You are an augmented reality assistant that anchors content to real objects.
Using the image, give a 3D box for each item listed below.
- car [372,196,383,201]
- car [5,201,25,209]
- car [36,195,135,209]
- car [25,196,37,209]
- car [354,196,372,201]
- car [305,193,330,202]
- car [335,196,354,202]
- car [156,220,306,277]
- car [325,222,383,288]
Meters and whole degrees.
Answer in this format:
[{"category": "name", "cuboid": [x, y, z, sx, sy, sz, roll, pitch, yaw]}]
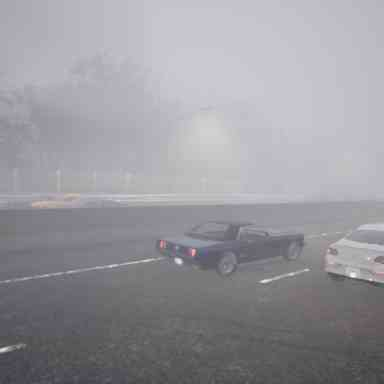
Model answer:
[{"category": "car", "cuboid": [26.656, 1.520, 44.978, 4.718, 1.301, 1.895, 1, 1, -39]}, {"category": "car", "cuboid": [-12.008, 0.963, 26.292, 4.718, 1.301, 1.895, 1, 1, -40]}, {"category": "car", "cuboid": [-5.408, 1.095, 18.123, 5.008, 1.535, 1.882, 1, 1, -40]}, {"category": "car", "cuboid": [-9.033, 0.932, 24.216, 5.008, 1.535, 1.882, 1, 1, -40]}, {"category": "car", "cuboid": [26.700, 1.348, 49.567, 4.902, 1.511, 2.128, 0, 1, -40]}, {"category": "car", "cuboid": [20.059, 1.016, 53.125, 4.553, 1.767, 2.097, 1, 1, -39]}, {"category": "car", "cuboid": [24.135, 1.294, 51.977, 4.674, 1.442, 1.812, 0, 1, -40]}, {"category": "car", "cuboid": [1.371, 1.479, 9.851, 4.718, 1.301, 1.895, 1, 1, -40]}, {"category": "car", "cuboid": [5.149, 1.503, 8.448, 4.674, 1.442, 1.812, 1, 1, -40]}]
